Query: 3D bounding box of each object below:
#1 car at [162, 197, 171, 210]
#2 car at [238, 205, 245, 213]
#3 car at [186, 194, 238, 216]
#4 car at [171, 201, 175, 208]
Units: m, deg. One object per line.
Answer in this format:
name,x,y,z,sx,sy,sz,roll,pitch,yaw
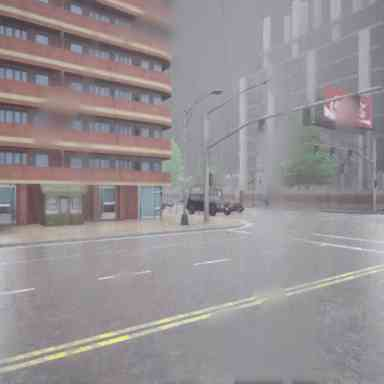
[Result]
car,-5.097,1.352,42.458,2.097,1.767,4.553,0,0,-35
car,3.562,1.600,36.187,1.895,1.301,4.718,0,0,-35
car,1.639,1.222,32.829,2.150,2.045,5.566,0,0,-35
car,-4.303,1.488,47.430,2.128,1.511,4.902,0,0,-35
